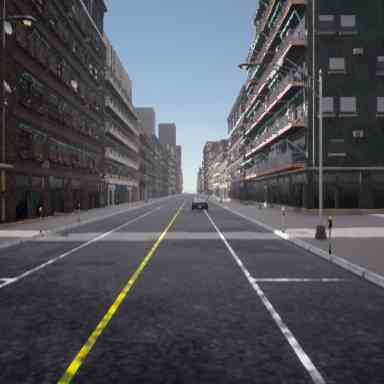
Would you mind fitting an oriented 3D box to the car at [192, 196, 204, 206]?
[{"bbox_3d":[0.900,1.492,55.685,1.882,1.535,5.008,0,0,0],"label":"car"}]

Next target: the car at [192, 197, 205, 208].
[{"bbox_3d":[0.900,1.531,49.685,1.812,1.442,4.674,0,0,0],"label":"car"}]

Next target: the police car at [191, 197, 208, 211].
[{"bbox_3d":[0.900,1.427,39.796,1.930,1.638,5.238,0,0,0],"label":"police car"}]
